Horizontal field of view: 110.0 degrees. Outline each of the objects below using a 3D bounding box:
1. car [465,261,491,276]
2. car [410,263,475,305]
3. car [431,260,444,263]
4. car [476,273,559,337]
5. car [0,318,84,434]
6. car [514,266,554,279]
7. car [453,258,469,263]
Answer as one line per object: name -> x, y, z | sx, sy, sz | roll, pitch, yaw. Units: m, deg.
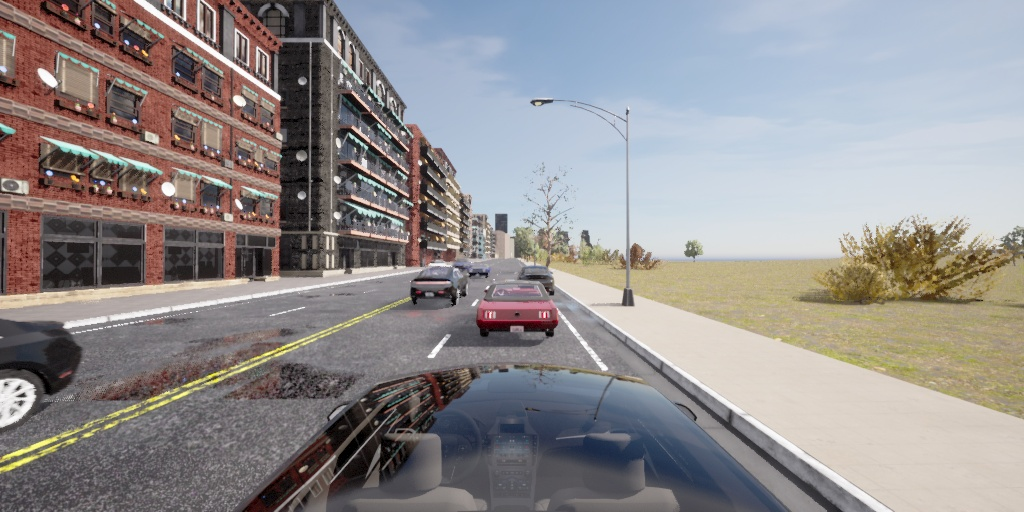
car -> -3.019, 1.353, 34.060 | 1.895, 1.301, 4.718 | 0, 0, 0
car -> -3.094, 1.241, 15.935 | 2.128, 1.511, 4.902 | 0, 0, 0
car -> -9.668, 1.277, 46.507 | 1.812, 1.442, 4.674 | 0, 0, 0
car -> 0.132, 1.352, 10.254 | 1.895, 1.301, 4.718 | 0, 0, 0
car -> -6.599, 1.255, 2.627 | 1.837, 1.490, 4.892 | 0, 0, 0
car -> 1.207, 1.257, 19.455 | 1.837, 1.490, 4.892 | 0, 0, 0
car -> -6.421, 1.103, 45.885 | 2.097, 1.767, 4.553 | 0, 0, 0
